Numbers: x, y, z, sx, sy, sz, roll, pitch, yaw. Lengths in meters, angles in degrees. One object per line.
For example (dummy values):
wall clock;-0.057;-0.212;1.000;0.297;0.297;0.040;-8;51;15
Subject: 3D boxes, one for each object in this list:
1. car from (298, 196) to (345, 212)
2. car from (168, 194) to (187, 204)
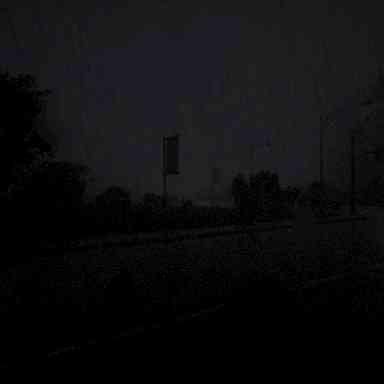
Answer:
car;13.796;1.221;35.667;2.128;1.511;4.902;-1;1;-39
car;-2.471;1.081;55.935;2.097;1.767;4.553;-1;0;-39
